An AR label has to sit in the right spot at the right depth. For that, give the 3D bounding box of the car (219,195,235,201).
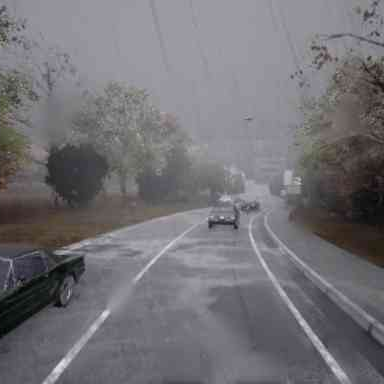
[{"bbox_3d":[4.750,1.175,45.659,1.812,1.442,4.674,2,0,18],"label":"car"}]

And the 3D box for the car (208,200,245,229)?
[{"bbox_3d":[2.195,1.536,21.859,2.033,1.411,5.357,1,0,10],"label":"car"}]

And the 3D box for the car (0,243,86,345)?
[{"bbox_3d":[-3.370,1.573,5.127,1.895,1.301,4.718,0,0,3],"label":"car"}]

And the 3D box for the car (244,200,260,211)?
[{"bbox_3d":[7.487,1.630,42.335,1.895,1.301,4.718,2,0,18],"label":"car"}]
